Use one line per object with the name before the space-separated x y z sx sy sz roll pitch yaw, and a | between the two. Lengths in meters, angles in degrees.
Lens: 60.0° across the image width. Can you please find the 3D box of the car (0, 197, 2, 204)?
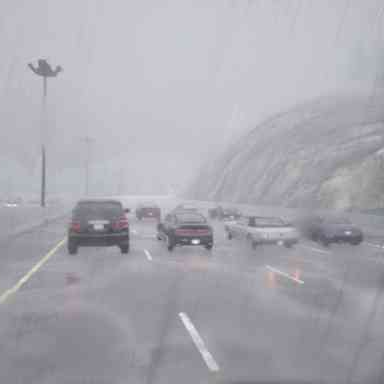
car | -36.901 1.458 62.172 1.882 1.535 5.008 1 0 -13

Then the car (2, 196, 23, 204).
car | -33.498 1.555 62.984 2.128 1.511 4.902 1 0 -13

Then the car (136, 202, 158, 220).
car | -3.939 1.645 29.616 1.882 1.535 5.008 1 0 -13

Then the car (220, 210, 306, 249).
car | 3.027 1.754 15.486 1.895 1.301 4.718 1 0 -13

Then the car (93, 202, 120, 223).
car | -7.237 1.663 28.337 2.033 1.411 5.357 1 0 -13

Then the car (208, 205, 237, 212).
car | 2.948 1.866 30.887 1.895 1.301 4.718 1 0 -13

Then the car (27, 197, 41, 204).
car | -30.094 1.604 63.796 1.812 1.442 4.674 1 0 -13

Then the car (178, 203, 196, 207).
car | -0.514 1.742 30.336 1.812 1.442 4.674 1 0 -13

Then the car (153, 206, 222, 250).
car | -0.420 1.612 14.868 1.837 1.490 4.892 1 0 -13

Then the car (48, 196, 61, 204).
car | -26.689 1.630 64.609 1.837 1.490 4.892 1 0 -13

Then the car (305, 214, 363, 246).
car | 6.380 1.768 16.522 1.994 1.385 4.181 1 0 -13

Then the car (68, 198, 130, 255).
car | -3.759 1.270 13.788 2.150 2.045 5.566 1 0 -13
